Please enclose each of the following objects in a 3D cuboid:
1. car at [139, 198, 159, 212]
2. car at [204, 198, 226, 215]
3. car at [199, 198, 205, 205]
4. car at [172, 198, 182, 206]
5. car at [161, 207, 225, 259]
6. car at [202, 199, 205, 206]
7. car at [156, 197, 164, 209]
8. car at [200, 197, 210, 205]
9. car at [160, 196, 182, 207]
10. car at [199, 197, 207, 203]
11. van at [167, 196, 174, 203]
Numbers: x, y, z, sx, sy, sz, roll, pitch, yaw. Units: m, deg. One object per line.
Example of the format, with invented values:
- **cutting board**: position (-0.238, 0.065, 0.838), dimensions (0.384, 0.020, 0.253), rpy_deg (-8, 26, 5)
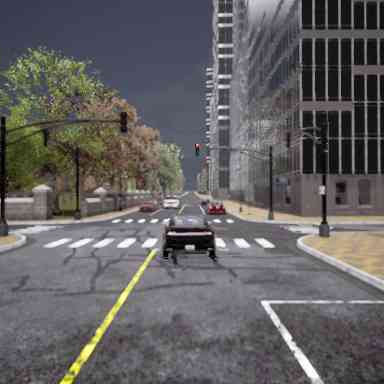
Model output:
- **car**: position (-5.683, 1.829, 42.641), dimensions (1.887, 1.381, 4.507), rpy_deg (0, 0, 0)
- **car**: position (2.698, 1.687, 36.963), dimensions (1.967, 1.590, 4.097), rpy_deg (0, 0, 0)
- **car**: position (2.701, 1.997, 65.367), dimensions (1.947, 1.339, 4.313), rpy_deg (0, 0, 0)
- **car**: position (-3.000, 1.950, 66.256), dimensions (1.812, 1.442, 4.674), rpy_deg (0, 0, 0)
- **car**: position (-0.194, 1.580, 13.098), dimensions (2.128, 1.511, 4.902), rpy_deg (0, 0, -3)
- **car**: position (2.698, 1.850, 42.643), dimensions (1.947, 1.339, 4.313), rpy_deg (0, 0, 0)
- **car**: position (-5.682, 1.873, 48.324), dimensions (2.008, 1.369, 4.403), rpy_deg (0, 0, 0)
- **car**: position (2.702, 1.904, 71.048), dimensions (1.967, 1.590, 4.097), rpy_deg (0, 0, 0)
- **car**: position (-3.079, 1.557, 50.459), dimensions (2.150, 2.045, 5.566), rpy_deg (0, 0, 0)
- **car**: position (2.704, 2.051, 82.583), dimensions (1.752, 1.417, 4.829), rpy_deg (0, 0, 0)
- **van**: position (-5.675, 1.894, 88.107), dimensions (1.690, 1.788, 3.998), rpy_deg (0, 0, 0)
